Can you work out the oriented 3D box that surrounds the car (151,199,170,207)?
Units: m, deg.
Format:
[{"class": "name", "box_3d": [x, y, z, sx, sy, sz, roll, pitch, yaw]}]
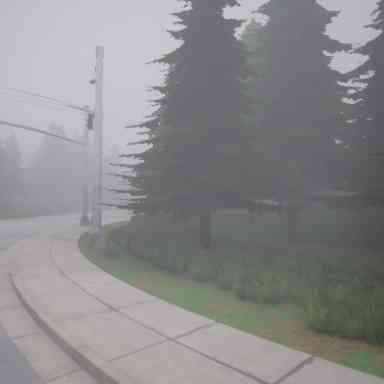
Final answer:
[{"class": "car", "box_3d": [-6.094, 2.131, 64.870, 2.033, 1.411, 5.357, 0, -1, 13]}]
